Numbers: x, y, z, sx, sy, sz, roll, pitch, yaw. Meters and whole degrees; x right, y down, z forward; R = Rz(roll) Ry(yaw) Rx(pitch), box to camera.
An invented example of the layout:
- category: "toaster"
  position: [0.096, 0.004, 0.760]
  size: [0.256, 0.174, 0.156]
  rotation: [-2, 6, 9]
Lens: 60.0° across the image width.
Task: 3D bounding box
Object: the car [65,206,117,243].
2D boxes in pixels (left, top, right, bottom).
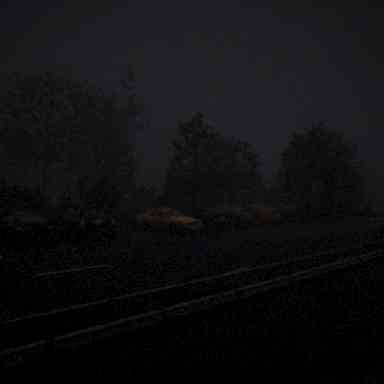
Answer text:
- category: "car"
  position: [-5.825, 1.536, 17.540]
  size: [2.185, 1.767, 4.553]
  rotation: [1, -1, -40]

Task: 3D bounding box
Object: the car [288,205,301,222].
- category: "car"
  position: [6.798, 1.734, 28.199]
  size: [2.231, 1.521, 4.892]
  rotation: [0, 0, -40]

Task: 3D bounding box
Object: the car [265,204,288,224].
- category: "car"
  position: [4.689, 1.728, 26.426]
  size: [2.097, 1.535, 5.008]
  rotation: [0, 0, -40]

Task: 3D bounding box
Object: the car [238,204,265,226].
- category: "car"
  position: [2.576, 1.721, 24.661]
  size: [2.231, 1.521, 4.892]
  rotation: [0, 0, -40]

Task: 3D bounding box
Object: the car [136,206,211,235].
- category: "car"
  position: [-1.516, 1.693, 20.965]
  size: [1.946, 1.575, 5.366]
  rotation: [0, -1, -40]

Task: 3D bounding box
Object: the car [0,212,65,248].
- category: "car"
  position: [-7.956, 1.674, 15.781]
  size: [2.002, 1.452, 4.674]
  rotation: [1, -1, -40]

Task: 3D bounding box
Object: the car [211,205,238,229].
- category: "car"
  position: [0.457, 1.741, 22.907]
  size: [2.163, 1.488, 4.792]
  rotation: [0, -1, -40]
